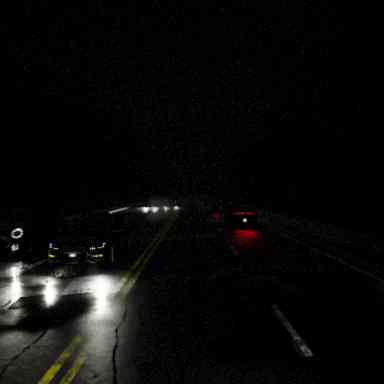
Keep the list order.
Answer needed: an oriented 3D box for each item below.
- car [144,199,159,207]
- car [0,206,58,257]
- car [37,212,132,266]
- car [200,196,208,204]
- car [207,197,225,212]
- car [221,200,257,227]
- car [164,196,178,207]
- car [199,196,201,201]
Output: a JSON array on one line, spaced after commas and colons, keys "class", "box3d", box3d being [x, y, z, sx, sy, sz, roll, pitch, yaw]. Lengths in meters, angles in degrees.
[{"class": "car", "box3d": [-6.575, 1.739, 54.032, 1.895, 1.301, 4.718, 0, 0, 0]}, {"class": "car", "box3d": [-6.602, 1.375, 12.948, 2.097, 1.767, 4.553, 0, 0, 0]}, {"class": "car", "box3d": [-3.352, 1.526, 11.759, 1.837, 1.490, 4.892, 0, 0, 0]}, {"class": "car", "box3d": [3.238, 1.730, 66.123, 2.033, 1.411, 5.357, 0, 0, 0]}, {"class": "car", "box3d": [3.343, 1.587, 40.325, 2.128, 1.511, 4.902, 0, 0, 0]}, {"class": "car", "box3d": [3.345, 1.552, 23.454, 1.837, 1.490, 4.892, 0, 0, 0]}, {"class": "car", "box3d": [-3.327, 1.492, 54.231, 2.097, 1.767, 4.553, 0, 0, 0]}, {"class": "car", "box3d": [3.237, 1.756, 77.124, 1.812, 1.442, 4.674, 0, 0, 0]}]
